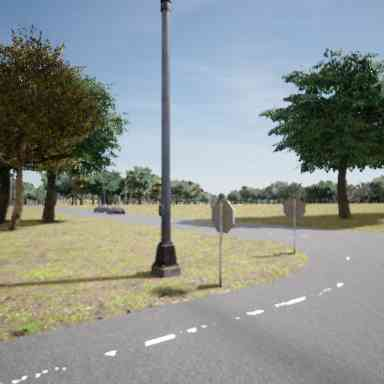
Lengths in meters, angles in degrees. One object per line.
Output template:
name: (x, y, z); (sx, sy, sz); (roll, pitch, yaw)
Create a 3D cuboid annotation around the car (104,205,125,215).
car: (-12.688, 3.039, 55.576); (1.994, 1.385, 4.181); (2, -2, -33)

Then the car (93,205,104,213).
car: (-16.547, 3.139, 61.318); (2.033, 1.411, 5.357); (2, -2, -34)
